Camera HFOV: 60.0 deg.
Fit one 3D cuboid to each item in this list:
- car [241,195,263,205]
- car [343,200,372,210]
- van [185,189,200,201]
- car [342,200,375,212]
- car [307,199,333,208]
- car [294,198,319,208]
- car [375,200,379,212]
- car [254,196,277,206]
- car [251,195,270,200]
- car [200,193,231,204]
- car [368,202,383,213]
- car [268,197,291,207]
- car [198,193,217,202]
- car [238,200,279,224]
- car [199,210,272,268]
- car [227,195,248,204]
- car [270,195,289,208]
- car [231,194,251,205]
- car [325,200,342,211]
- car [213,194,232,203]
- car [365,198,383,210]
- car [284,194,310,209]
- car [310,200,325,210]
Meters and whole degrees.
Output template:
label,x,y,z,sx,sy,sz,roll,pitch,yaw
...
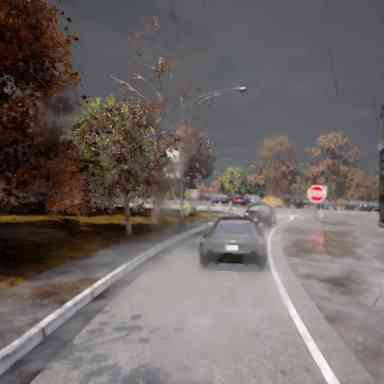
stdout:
label,x,y,z,sx,sy,sz,roll,pitch,yaw
car,10.875,1.473,60.955,1.946,1.575,5.366,3,0,-13
car,32.548,2.491,65.600,1.946,1.575,5.366,2,0,-13
van,0.111,0.528,58.133,1.878,1.987,4.442,4,0,-13
car,24.787,2.088,50.532,2.185,1.767,4.553,3,0,-13
car,24.491,2.184,63.916,2.231,1.521,4.892,3,0,-13
car,21.651,2.056,63.259,2.097,1.535,5.008,3,0,-13
car,27.493,2.364,51.163,2.163,1.488,4.792,2,0,-13
car,13.594,1.636,61.586,1.946,1.575,5.366,4,0,-13
car,8.510,1.154,46.819,2.185,1.767,4.553,4,0,-13
car,3.100,0.934,45.503,2.163,1.488,4.792,4,0,-13
car,30.193,2.476,51.849,2.163,1.488,4.792,2,0,-13
car,16.224,1.815,61.976,2.163,1.488,4.792,3,0,-13
car,2.662,0.970,58.861,2.002,1.452,4.674,4,0,-13
car,4.568,1.515,22.425,1.812,1.442,4.674,0,0,19
car,1.446,1.506,11.143,1.994,1.385,4.181,0,0,10
car,8.194,1.336,60.172,2.163,1.488,4.792,4,0,-13
car,11.212,1.460,47.410,2.097,1.535,5.008,4,0,-13
car,5.792,1.121,46.188,2.163,1.488,4.792,4,0,-13
car,19.348,1.974,49.274,2.163,1.488,4.792,3,0,-13
car,5.368,1.158,59.489,2.002,1.452,4.674,4,0,-13
car,37.939,2.407,67.066,2.435,2.045,5.566,2,0,-13
car,13.935,1.380,48.074,2.435,2.045,5.566,4,0,-13
car,16.641,1.794,48.669,2.231,1.521,4.892,3,0,-13
